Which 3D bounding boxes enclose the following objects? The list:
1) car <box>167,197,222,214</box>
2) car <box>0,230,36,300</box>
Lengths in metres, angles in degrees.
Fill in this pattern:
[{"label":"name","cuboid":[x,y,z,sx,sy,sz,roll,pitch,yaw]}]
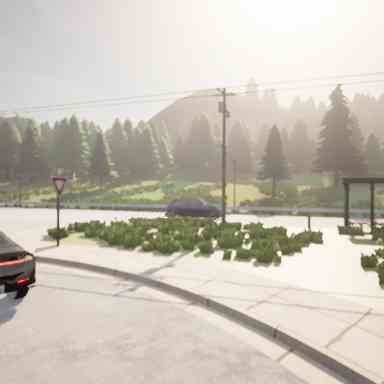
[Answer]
[{"label":"car","cuboid":[0.308,1.194,25.720,4.553,1.767,2.097,0,1,11]},{"label":"car","cuboid":[-5.163,1.419,7.067,4.902,1.511,2.128,1,0,39]}]
